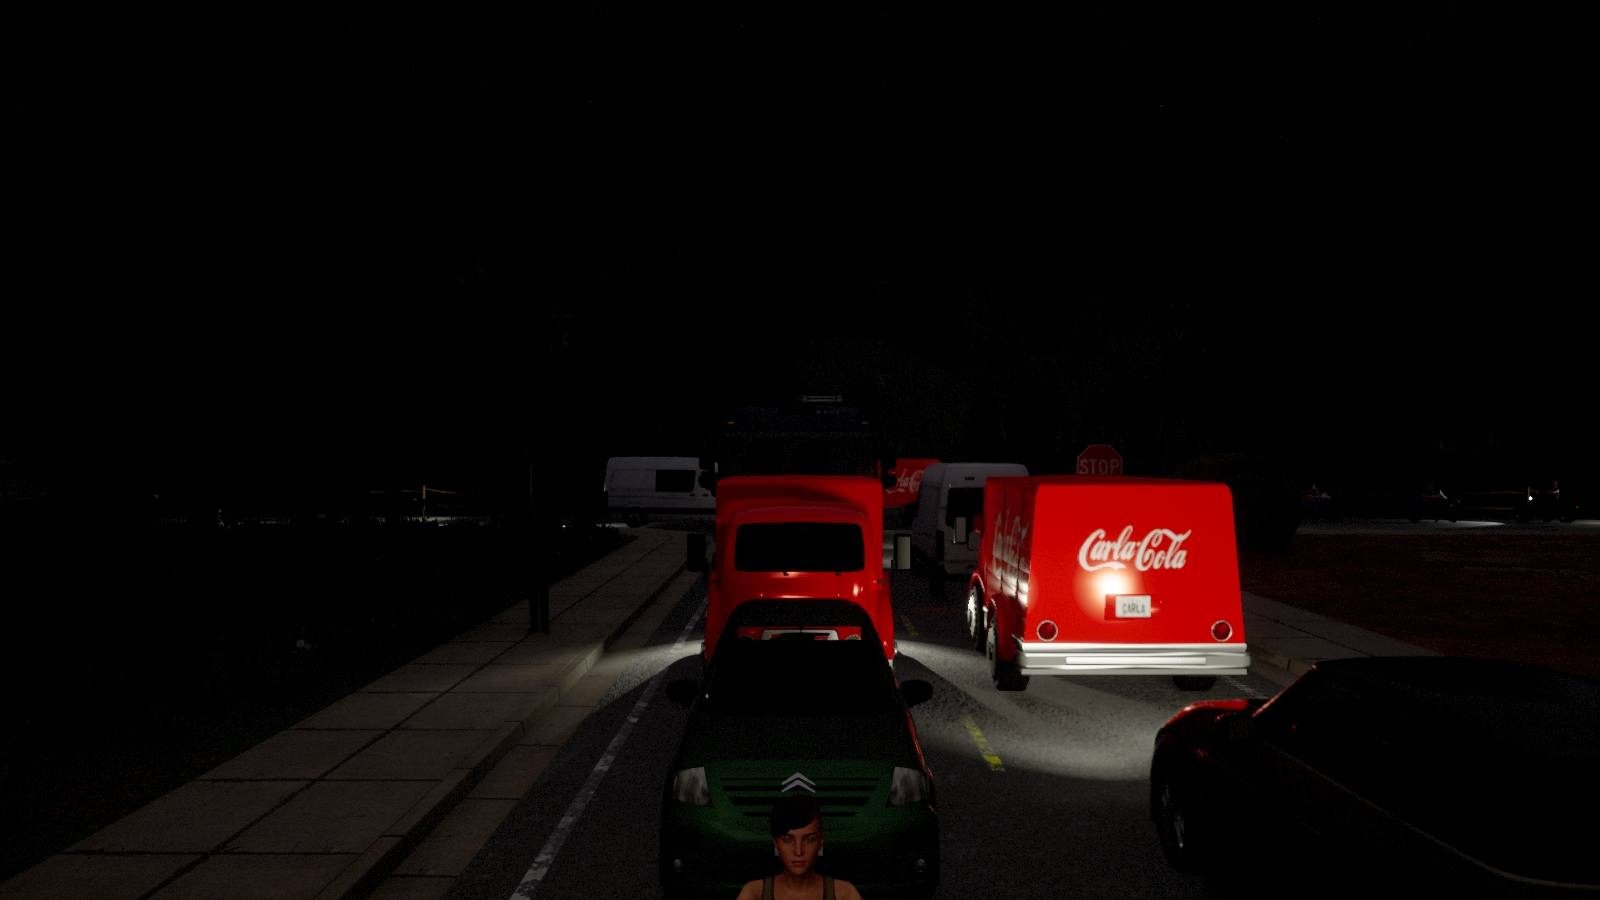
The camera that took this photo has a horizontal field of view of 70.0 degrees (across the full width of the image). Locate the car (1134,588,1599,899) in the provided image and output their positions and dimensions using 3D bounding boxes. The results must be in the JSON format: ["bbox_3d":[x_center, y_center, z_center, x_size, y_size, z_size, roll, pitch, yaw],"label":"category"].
[{"bbox_3d":[3.531,1.911,6.212,2.097,1.767,4.553,0,0,0],"label":"car"}]

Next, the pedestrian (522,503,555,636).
[{"bbox_3d":[-3.751,1.704,16.391,0.375,1.860,0.375,0,0,1],"label":"pedestrian"}]

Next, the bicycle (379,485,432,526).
[{"bbox_3d":[-14.566,2.051,42.172,1.835,1.471,0.329,0,0,3],"label":"bicycle"}]

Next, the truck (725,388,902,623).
[{"bbox_3d":[0.198,0.905,22.882,2.891,3.827,8.468,0,0,0],"label":"truck"}]

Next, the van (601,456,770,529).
[{"bbox_3d":[-4.114,1.528,41.675,5.915,2.561,1.988,0,0,3],"label":"van"}]

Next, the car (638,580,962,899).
[{"bbox_3d":[-0.002,2.006,8.512,1.851,1.617,3.988,0,0,0],"label":"car"}]

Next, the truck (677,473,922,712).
[{"bbox_3d":[-0.012,1.578,14.852,2.627,2.467,5.204,0,0,0],"label":"truck"}]

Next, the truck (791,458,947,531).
[{"bbox_3d":[2.589,1.566,42.432,5.204,2.467,2.627,-1,0,-33],"label":"truck"}]

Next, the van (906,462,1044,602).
[{"bbox_3d":[3.508,1.548,24.068,1.988,2.561,5.915,0,0,0],"label":"van"}]

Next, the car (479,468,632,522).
[{"bbox_3d":[-9.688,1.772,45.539,5.566,2.045,2.150,0,0,3],"label":"car"}]

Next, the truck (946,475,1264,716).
[{"bbox_3d":[3.498,1.567,14.473,2.627,2.467,5.204,0,-1,0],"label":"truck"}]
